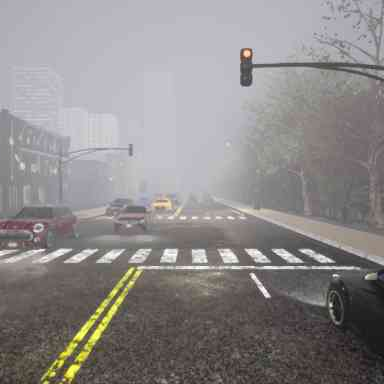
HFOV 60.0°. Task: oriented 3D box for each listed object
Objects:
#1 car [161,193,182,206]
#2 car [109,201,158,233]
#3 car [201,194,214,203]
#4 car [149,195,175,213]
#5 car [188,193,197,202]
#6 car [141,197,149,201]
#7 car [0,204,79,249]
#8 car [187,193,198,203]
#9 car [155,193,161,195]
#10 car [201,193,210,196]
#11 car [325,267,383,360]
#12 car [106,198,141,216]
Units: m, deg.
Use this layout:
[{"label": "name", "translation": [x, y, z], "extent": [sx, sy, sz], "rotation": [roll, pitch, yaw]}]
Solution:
[{"label": "car", "translation": [-3.293, 1.200, 54.569], "extent": [2.150, 2.045, 5.566], "rotation": [0, 0, 0]}, {"label": "car", "translation": [-3.334, 1.520, 19.852], "extent": [1.812, 1.442, 4.674], "rotation": [0, 0, 0]}, {"label": "car", "translation": [3.408, 1.572, 66.884], "extent": [1.895, 1.301, 4.718], "rotation": [0, 0, 0]}, {"label": "car", "translation": [-3.318, 1.464, 37.265], "extent": [1.882, 1.535, 5.008], "rotation": [0, 0, 0]}, {"label": "car", "translation": [0.067, 1.189, 78.116], "extent": [2.150, 2.045, 5.566], "rotation": [0, 0, 0]}, {"label": "car", "translation": [-6.557, 1.459, 46.713], "extent": [1.882, 1.535, 5.008], "rotation": [0, 0, 0]}, {"label": "car", "translation": [-6.589, 1.349, 14.453], "extent": [2.097, 1.767, 4.553], "rotation": [0, 0, 0]}, {"label": "car", "translation": [0.159, 1.448, 67.922], "extent": [1.882, 1.535, 5.008], "rotation": [0, 0, 0]}, {"label": "car", "translation": [-6.461, 1.196, 66.547], "extent": [2.150, 2.045, 5.566], "rotation": [0, 0, 0]}, {"label": "car", "translation": [3.315, 1.190, 76.864], "extent": [2.150, 2.045, 5.566], "rotation": [0, 0, 0]}, {"label": "car", "translation": [3.353, 1.563, 4.245], "extent": [1.994, 1.385, 4.181], "rotation": [0, 0, 0]}, {"label": "car", "translation": [-6.772, 1.341, 32.327], "extent": [2.097, 1.767, 4.553], "rotation": [0, 0, 3]}]
